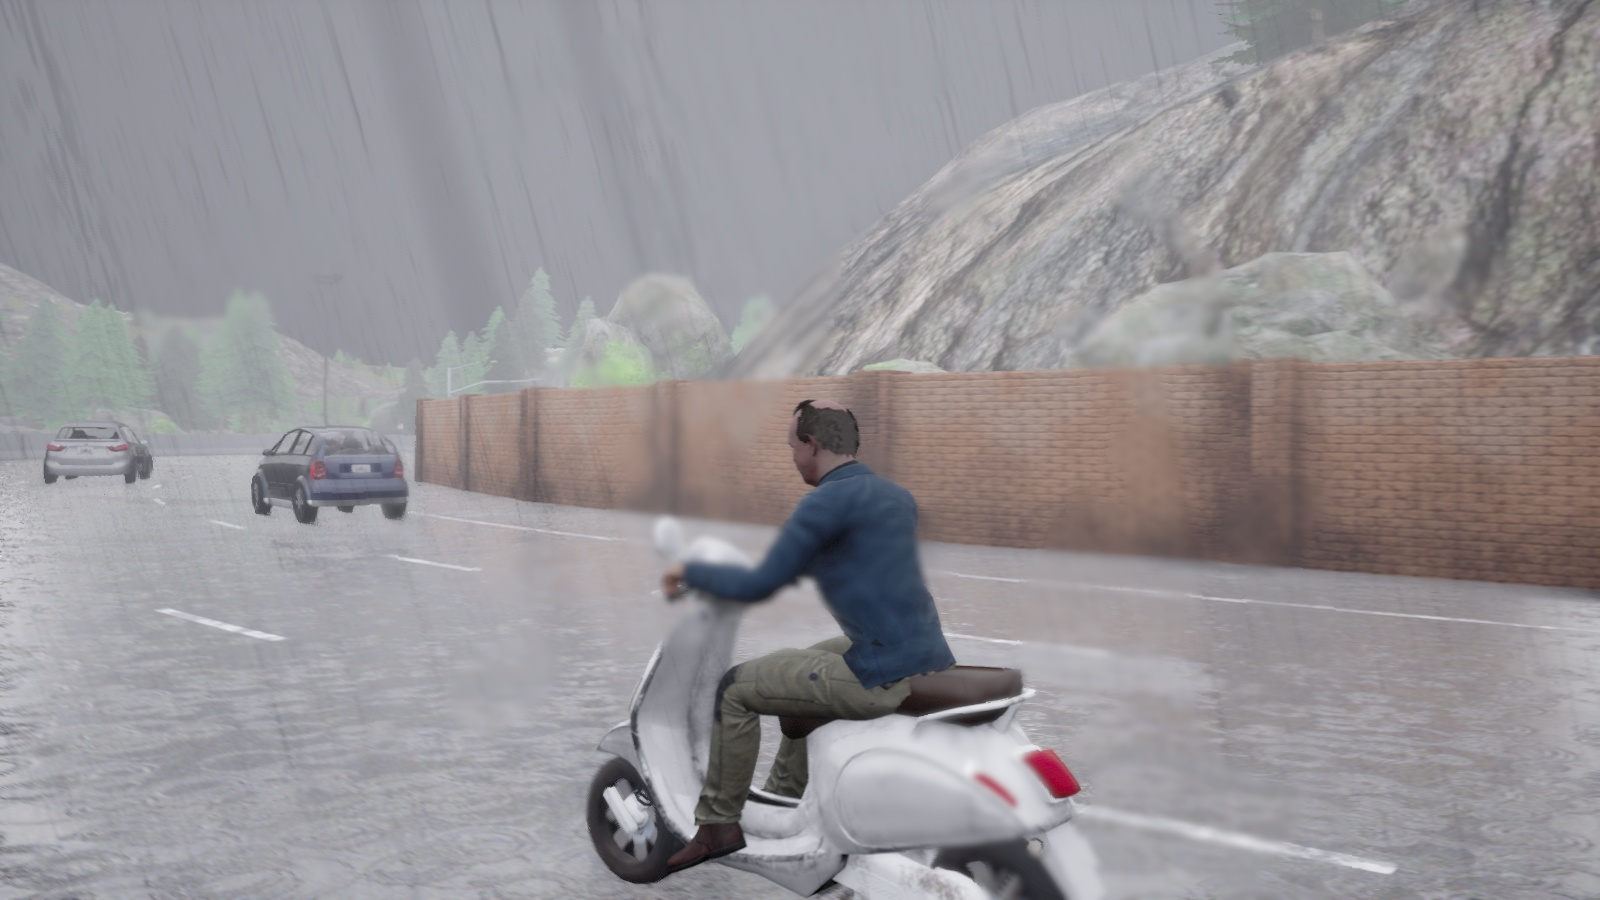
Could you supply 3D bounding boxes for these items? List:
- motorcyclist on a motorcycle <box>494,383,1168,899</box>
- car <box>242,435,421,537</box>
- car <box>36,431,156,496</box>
[{"bbox_3d":[0.044,0.643,3.711,1.817,1.590,0.866,0,0,36],"label":"motorcyclist on a motorcycle"},{"bbox_3d":[-8.008,0.529,21.282,1.789,1.549,3.705,-1,1,-38],"label":"car"},{"bbox_3d":[-19.566,0.324,35.117,2.242,1.667,4.611,-1,1,-21],"label":"car"}]
